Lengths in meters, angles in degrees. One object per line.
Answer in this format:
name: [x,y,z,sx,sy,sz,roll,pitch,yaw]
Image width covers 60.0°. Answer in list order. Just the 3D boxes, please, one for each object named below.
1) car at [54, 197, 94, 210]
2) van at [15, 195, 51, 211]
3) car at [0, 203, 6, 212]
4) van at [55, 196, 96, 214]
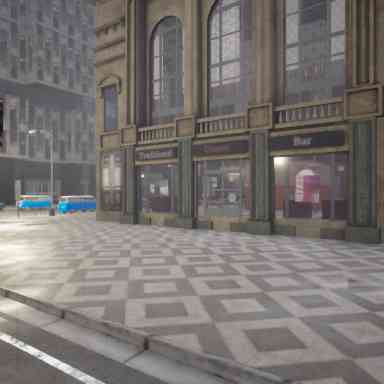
car: [-15.378,1.466,43.526,1.752,1.417,4.829,0,0,36]
van: [-18.550,1.292,39.097,1.690,1.788,3.998,0,0,36]
car: [-21.822,1.513,34.529,2.008,1.369,4.403,0,0,36]
van: [-11.619,1.282,34.134,1.690,1.788,3.998,0,0,36]
